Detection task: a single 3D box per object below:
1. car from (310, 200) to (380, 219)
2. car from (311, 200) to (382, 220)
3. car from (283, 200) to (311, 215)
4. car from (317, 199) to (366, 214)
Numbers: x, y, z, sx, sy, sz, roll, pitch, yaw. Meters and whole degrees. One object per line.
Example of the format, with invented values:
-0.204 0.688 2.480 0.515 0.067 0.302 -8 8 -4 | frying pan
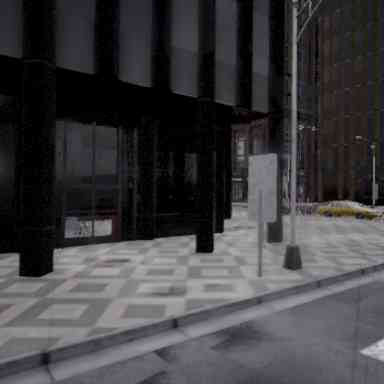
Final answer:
13.362 1.447 29.433 2.033 1.411 5.357 1 0 -36 | car
12.266 1.384 26.228 1.752 1.417 4.829 1 0 -36 | car
9.076 1.391 30.672 1.887 1.381 4.507 1 -1 -36 | car
15.959 1.508 35.700 2.008 1.369 4.403 1 -1 -36 | car
